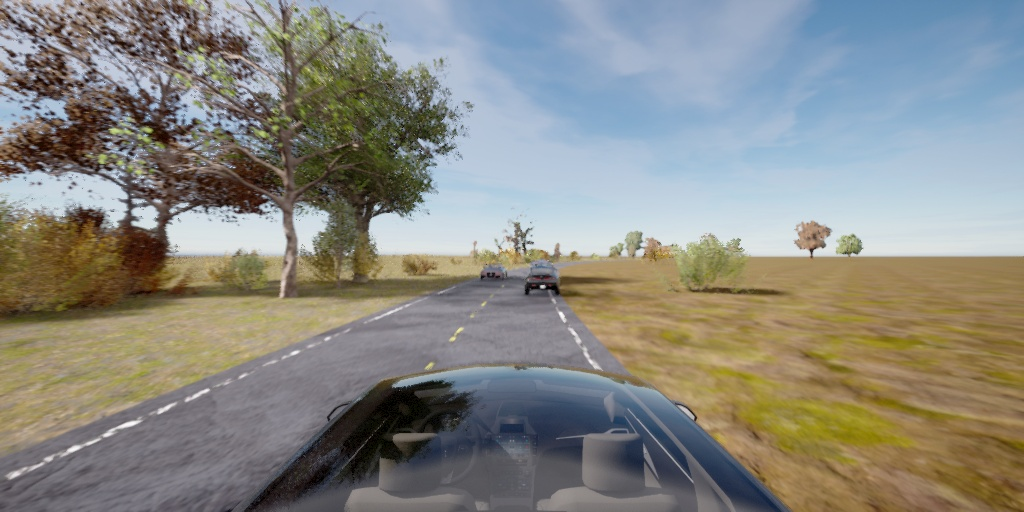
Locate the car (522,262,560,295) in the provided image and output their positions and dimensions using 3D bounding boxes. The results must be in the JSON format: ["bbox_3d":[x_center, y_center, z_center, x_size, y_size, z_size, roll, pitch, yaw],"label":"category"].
[{"bbox_3d":[1.662,1.287,20.223,1.837,1.490,4.892,0,0,4],"label":"car"}]

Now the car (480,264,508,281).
[{"bbox_3d":[-1.508,1.346,31.009,1.994,1.385,4.181,0,0,6],"label":"car"}]

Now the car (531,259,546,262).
[{"bbox_3d":[2.977,1.301,42.329,2.128,1.511,4.902,0,0,9],"label":"car"}]

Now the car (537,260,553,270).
[{"bbox_3d":[5.205,1.390,56.042,1.994,1.385,4.181,0,0,12],"label":"car"}]
